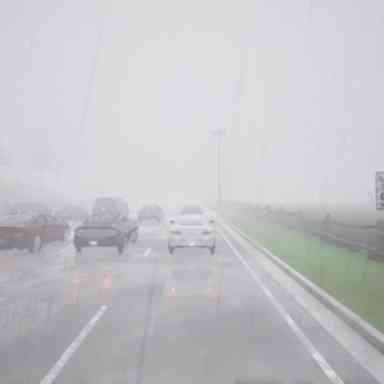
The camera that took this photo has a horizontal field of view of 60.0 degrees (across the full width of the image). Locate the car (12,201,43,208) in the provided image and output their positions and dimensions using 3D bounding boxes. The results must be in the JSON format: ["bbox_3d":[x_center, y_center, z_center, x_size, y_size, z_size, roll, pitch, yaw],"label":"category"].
[{"bbox_3d":[-14.012,1.621,29.070,2.097,1.767,4.553,0,-1,0],"label":"car"}]

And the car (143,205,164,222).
[{"bbox_3d":[-3.514,1.817,28.980,2.033,1.411,5.357,0,-1,0],"label":"car"}]

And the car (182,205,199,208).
[{"bbox_3d":[-0.010,1.837,29.289,1.994,1.385,4.181,0,0,0],"label":"car"}]

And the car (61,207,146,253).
[{"bbox_3d":[-3.502,1.626,14.285,2.128,1.511,4.902,0,0,0],"label":"car"}]

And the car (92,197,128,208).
[{"bbox_3d":[-7.014,1.487,29.005,2.150,2.045,5.566,0,0,0],"label":"car"}]

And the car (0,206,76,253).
[{"bbox_3d":[-7.000,1.613,14.467,1.882,1.535,5.008,0,0,0],"label":"car"}]

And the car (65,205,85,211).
[{"bbox_3d":[-10.509,1.837,29.280,1.994,1.385,4.181,0,0,0],"label":"car"}]

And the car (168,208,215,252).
[{"bbox_3d":[-0.001,1.660,14.369,1.812,1.442,4.674,0,0,0],"label":"car"}]
